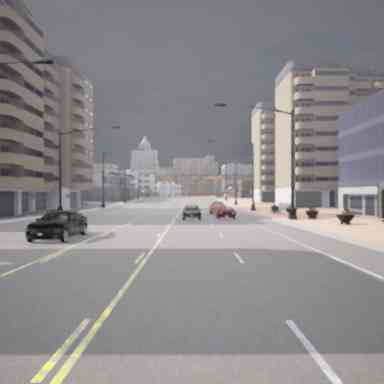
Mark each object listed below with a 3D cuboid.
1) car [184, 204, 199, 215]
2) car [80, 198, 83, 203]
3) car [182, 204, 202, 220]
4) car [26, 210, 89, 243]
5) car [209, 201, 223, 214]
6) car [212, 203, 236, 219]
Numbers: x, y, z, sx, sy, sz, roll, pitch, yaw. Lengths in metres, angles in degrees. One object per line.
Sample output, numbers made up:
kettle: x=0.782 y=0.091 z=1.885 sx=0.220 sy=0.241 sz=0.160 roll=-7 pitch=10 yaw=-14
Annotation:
car: x=-0.047 y=2.304 z=44.224 sx=1.895 sy=1.301 sz=4.718 roll=0 pitch=-1 yaw=0
car: x=-26.233 y=1.821 z=75.713 sx=1.970 sy=1.475 sz=3.806 roll=0 pitch=1 yaw=0
car: x=-0.010 y=2.023 z=33.752 sx=2.128 sy=1.511 sz=4.902 roll=0 pitch=-1 yaw=0
car: x=-7.143 y=1.761 z=18.092 sx=1.882 sy=1.535 sz=5.008 roll=0 pitch=-1 yaw=0
car: x=3.447 y=2.062 z=45.023 sx=2.097 sy=1.767 sz=4.553 roll=0 pitch=-1 yaw=0
car: x=3.485 y=2.153 z=35.237 sx=1.895 sy=1.301 sz=4.718 roll=0 pitch=-1 yaw=0
